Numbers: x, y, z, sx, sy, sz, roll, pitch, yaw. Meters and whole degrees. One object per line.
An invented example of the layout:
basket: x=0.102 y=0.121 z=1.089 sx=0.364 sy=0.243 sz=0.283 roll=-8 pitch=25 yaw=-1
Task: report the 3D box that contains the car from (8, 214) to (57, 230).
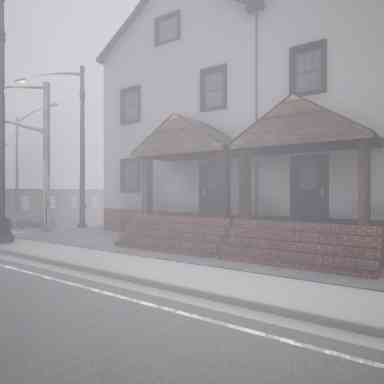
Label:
car: x=-14.101 y=2.655 z=29.350 sx=1.994 sy=1.385 sz=4.181 roll=0 pitch=-9 yaw=36
